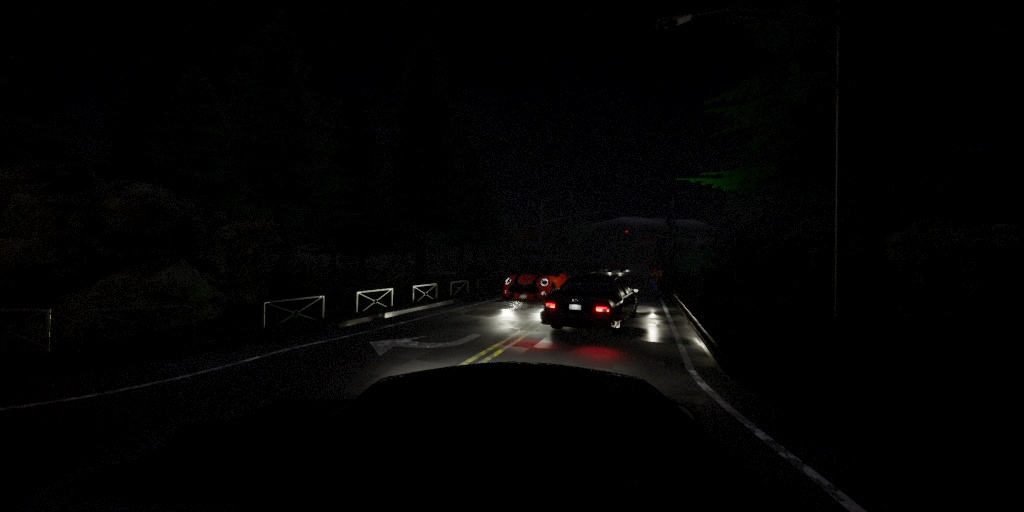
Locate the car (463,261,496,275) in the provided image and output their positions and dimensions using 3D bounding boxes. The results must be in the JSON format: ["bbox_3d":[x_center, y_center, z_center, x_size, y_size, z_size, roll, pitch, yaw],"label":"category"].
[{"bbox_3d":[-4.003,1.437,44.754,4.553,1.767,2.097,1,-1,21],"label":"car"}]

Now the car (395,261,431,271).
[{"bbox_3d":[-13.340,1.437,48.303,5.008,1.535,1.882,1,-1,21],"label":"car"}]

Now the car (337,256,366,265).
[{"bbox_3d":[-22.938,1.055,52.254,5.566,2.045,2.150,1,-1,25],"label":"car"}]

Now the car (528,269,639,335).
[{"bbox_3d":[2.482,1.244,10.382,2.033,1.411,5.357,1,-1,25],"label":"car"}]

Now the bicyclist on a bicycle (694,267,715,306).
[{"bbox_3d":[8.137,1.296,15.106,1.656,1.620,0.582,1,0,-33],"label":"bicyclist on a bicycle"}]

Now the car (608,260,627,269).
[{"bbox_3d":[17.398,1.659,59.750,2.150,2.045,5.566,1,-1,21],"label":"car"}]

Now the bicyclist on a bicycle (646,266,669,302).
[{"bbox_3d":[6.717,1.283,16.514,1.656,1.620,0.582,1,0,-30],"label":"bicyclist on a bicycle"}]

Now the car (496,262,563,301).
[{"bbox_3d":[1.242,1.088,16.566,2.097,1.767,4.553,1,-1,21],"label":"car"}]
